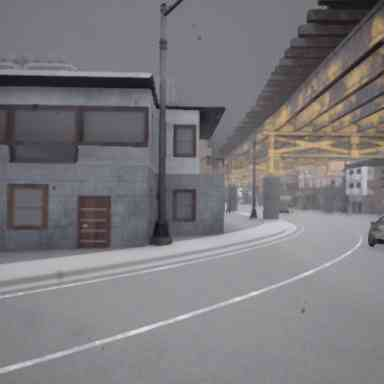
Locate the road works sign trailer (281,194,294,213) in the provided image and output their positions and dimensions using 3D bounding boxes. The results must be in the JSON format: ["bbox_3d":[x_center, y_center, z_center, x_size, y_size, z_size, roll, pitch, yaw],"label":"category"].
[{"bbox_3d":[18.656,2.243,65.722,2.380,3.560,2.880,1,-2,-2],"label":"road works sign trailer"}]

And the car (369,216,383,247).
[{"bbox_3d":[9.578,1.863,15.802,1.994,1.385,4.181,0,-2,29],"label":"car"}]

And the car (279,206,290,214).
[{"bbox_3d":[15.344,3.078,57.788,2.033,1.411,5.357,1,-2,-1],"label":"car"}]
